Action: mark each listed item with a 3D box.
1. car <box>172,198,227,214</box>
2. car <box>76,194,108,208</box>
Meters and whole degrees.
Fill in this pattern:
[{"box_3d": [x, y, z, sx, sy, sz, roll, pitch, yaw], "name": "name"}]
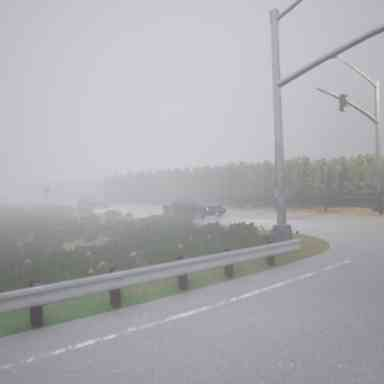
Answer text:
[{"box_3d": [0.112, 1.059, 22.384, 1.895, 1.301, 4.718, -4, 2, -41], "name": "car"}, {"box_3d": [-10.528, 1.039, 34.839, 1.837, 1.490, 4.892, -4, 2, -40], "name": "car"}]
